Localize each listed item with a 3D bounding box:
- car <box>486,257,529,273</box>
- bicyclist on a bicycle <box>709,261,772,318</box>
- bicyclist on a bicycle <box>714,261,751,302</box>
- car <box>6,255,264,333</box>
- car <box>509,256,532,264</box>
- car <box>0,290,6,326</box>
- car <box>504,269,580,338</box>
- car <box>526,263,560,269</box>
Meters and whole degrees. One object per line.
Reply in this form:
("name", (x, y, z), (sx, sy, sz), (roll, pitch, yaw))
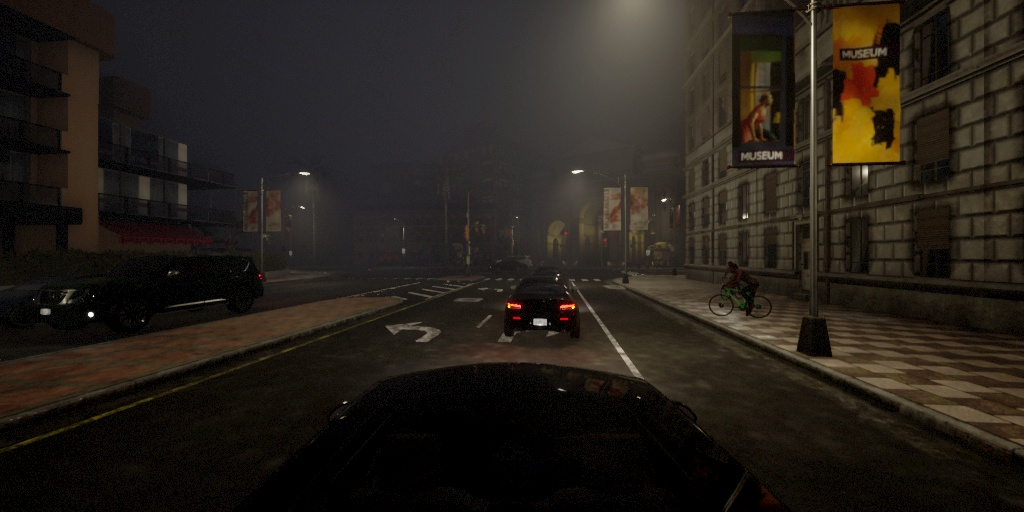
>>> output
("car", (-0.842, 1.255, 44.260), (4.892, 1.490, 1.837), (0, -1, -29))
("bicyclist on a bicycle", (6.862, 1.051, 10.824), (1.656, 1.620, 0.582), (0, 0, 22))
("bicyclist on a bicycle", (9.284, 1.050, 15.085), (1.656, 1.620, 0.582), (0, 0, -28))
("car", (-10.705, 0.971, 11.256), (2.150, 2.045, 5.566), (0, 0, 8))
("car", (0.165, 0.971, 51.732), (5.566, 2.045, 2.150), (0, 0, 7))
("car", (-14.195, 1.297, 11.681), (2.033, 1.411, 5.357), (0, 0, 7))
("car", (0.885, 1.276, 10.110), (1.812, 1.442, 4.674), (0, 0, 7))
("car", (1.936, 1.276, 18.952), (1.812, 1.442, 4.674), (0, 0, 7))
